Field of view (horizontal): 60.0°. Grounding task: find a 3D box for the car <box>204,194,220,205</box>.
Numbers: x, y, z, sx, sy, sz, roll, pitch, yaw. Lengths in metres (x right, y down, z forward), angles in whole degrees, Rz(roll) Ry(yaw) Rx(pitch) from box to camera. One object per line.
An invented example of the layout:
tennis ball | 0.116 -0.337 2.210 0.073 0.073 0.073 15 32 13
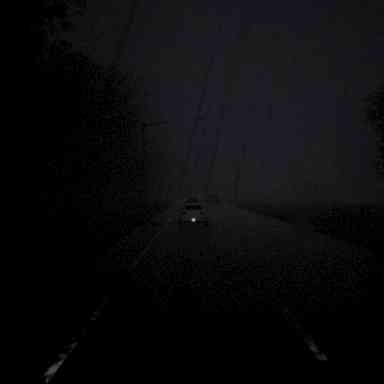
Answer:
car | 3.592 1.182 56.610 2.097 1.767 4.553 0 0 0

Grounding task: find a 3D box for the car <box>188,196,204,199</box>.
car | 0.091 1.424 40.742 2.033 1.411 5.357 0 0 0

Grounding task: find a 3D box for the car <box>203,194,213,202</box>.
car | 3.490 1.282 73.586 1.837 1.490 4.892 0 0 0

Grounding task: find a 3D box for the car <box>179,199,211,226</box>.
car | 0.095 1.457 22.493 1.812 1.442 4.674 0 0 0
